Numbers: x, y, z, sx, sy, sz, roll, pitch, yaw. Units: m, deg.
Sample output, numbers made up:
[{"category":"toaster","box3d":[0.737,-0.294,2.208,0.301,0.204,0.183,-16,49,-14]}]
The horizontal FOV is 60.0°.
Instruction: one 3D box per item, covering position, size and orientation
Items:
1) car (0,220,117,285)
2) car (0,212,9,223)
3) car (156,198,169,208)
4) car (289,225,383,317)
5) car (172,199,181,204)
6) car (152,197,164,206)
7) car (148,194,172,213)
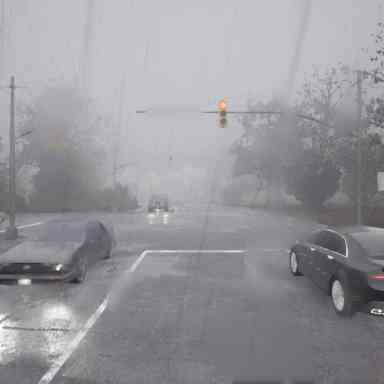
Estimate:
[{"category":"car","box3d":[-3.589,1.547,9.804,2.033,1.411,5.357,0,0,0]},{"category":"car","box3d":[-15.474,1.675,23.045,4.718,1.301,1.895,-1,0,-3]},{"category":"car","box3d":[-4.707,1.715,52.731,1.837,1.490,4.892,0,-2,-7]},{"category":"car","box3d":[3.599,1.505,7.441,1.837,1.490,4.892,0,0,1]},{"category":"car","box3d":[-4.368,2.432,83.174,1.895,1.301,4.718,0,-1,-22]},{"category":"car","box3d":[-6.964,1.885,67.717,2.097,1.767,4.553,0,-1,-12]},{"category":"car","box3d":[-3.809,1.255,38.544,2.150,2.045,5.566,0,0,-2]}]
